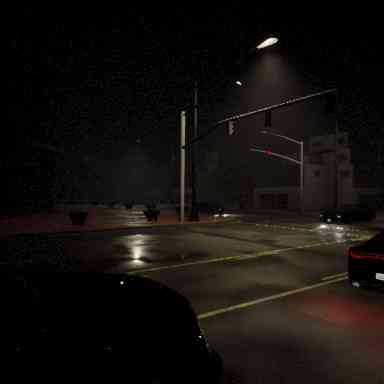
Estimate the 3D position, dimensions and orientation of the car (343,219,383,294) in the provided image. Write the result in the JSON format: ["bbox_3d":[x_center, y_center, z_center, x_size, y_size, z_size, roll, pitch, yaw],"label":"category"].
[{"bbox_3d":[5.700,1.498,7.843,5.008,1.535,1.882,0,0,-35],"label":"car"}]

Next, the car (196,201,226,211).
[{"bbox_3d":[1.756,1.656,36.088,1.994,1.385,4.181,1,-1,-35],"label":"car"}]

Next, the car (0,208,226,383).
[{"bbox_3d":[-2.382,1.222,2.045,5.566,2.045,2.150,0,0,-36],"label":"car"}]

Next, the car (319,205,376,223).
[{"bbox_3d":[12.029,1.689,25.457,5.357,1.411,2.033,1,0,-35],"label":"car"}]
